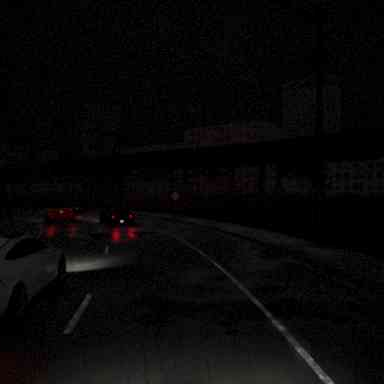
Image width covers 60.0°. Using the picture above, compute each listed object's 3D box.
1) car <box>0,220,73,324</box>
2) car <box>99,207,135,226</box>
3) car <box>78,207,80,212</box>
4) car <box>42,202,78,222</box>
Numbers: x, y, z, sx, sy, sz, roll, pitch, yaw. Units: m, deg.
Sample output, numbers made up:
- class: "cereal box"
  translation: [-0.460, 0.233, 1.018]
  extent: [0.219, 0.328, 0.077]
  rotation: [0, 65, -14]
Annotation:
- class: "car"
  translation: [-4.100, 1.596, 7.067]
  extent: [1.812, 1.442, 4.674]
  rotation: [0, 0, -7]
- class: "car"
  translation: [-5.834, 1.780, 25.286]
  extent: [1.895, 1.301, 4.718]
  rotation: [-1, 0, -25]
- class: "car"
  translation: [-15.098, 1.960, 39.569]
  extent: [1.895, 1.301, 4.718]
  rotation: [-1, 0, -40]
- class: "car"
  translation: [-11.462, 1.626, 28.407]
  extent: [2.097, 1.767, 4.553]
  rotation: [-1, 0, -29]
